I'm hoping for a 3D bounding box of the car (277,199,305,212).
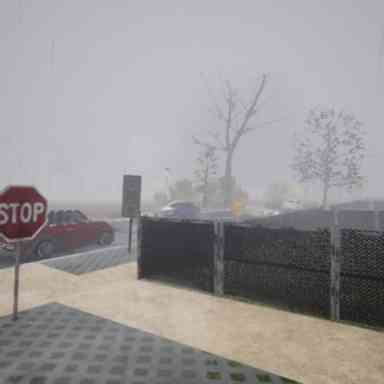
[{"bbox_3d":[12.601,1.639,41.383,1.812,1.442,4.674,4,2,33],"label":"car"}]

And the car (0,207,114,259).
[{"bbox_3d":[-5.250,1.419,13.572,2.097,1.767,4.553,4,2,28],"label":"car"}]

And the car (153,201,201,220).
[{"bbox_3d":[-1.014,1.416,25.595,1.812,1.442,4.674,4,2,32],"label":"car"}]

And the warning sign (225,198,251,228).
[{"bbox_3d":[3.039,1.352,21.974,1.300,1.860,1.060,5,3,33],"label":"warning sign"}]

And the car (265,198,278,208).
[{"bbox_3d":[11.485,1.535,44.850,1.895,1.301,4.718,4,2,33],"label":"car"}]
